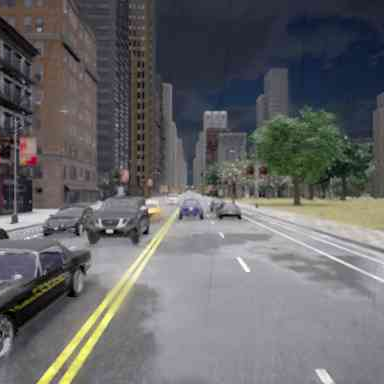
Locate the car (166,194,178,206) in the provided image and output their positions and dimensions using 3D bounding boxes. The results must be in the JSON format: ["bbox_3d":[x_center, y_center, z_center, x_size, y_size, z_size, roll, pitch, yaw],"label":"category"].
[{"bbox_3d":[-3.426,1.372,59.083,2.150,2.045,5.566,0,0,0],"label":"car"}]

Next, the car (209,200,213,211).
[{"bbox_3d":[3.173,1.629,41.336,2.033,1.411,5.357,0,0,0],"label":"car"}]

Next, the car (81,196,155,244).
[{"bbox_3d":[-3.375,1.256,16.371,2.150,2.045,5.566,0,0,0],"label":"car"}]

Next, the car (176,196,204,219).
[{"bbox_3d":[-0.061,1.411,29.442,2.097,1.767,4.553,0,0,0],"label":"car"}]

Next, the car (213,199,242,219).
[{"bbox_3d":[3.192,1.620,29.526,1.994,1.385,4.181,0,0,0],"label":"car"}]

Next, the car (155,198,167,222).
[{"bbox_3d":[-3.342,1.533,26.847,1.882,1.535,5.008,0,0,0],"label":"car"}]

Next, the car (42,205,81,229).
[{"bbox_3d":[-6.629,1.547,18.662,1.837,1.490,4.892,0,0,0],"label":"car"}]

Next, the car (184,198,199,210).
[{"bbox_3d":[-0.059,1.616,44.433,1.812,1.442,4.674,0,0,0],"label":"car"}]

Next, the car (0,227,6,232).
[{"bbox_3d":[-6.615,1.513,8.448,2.128,1.511,4.902,0,0,0],"label":"car"}]

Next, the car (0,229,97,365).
[{"bbox_3d":[-3.358,1.615,5.878,1.895,1.301,4.718,0,0,0],"label":"car"}]
